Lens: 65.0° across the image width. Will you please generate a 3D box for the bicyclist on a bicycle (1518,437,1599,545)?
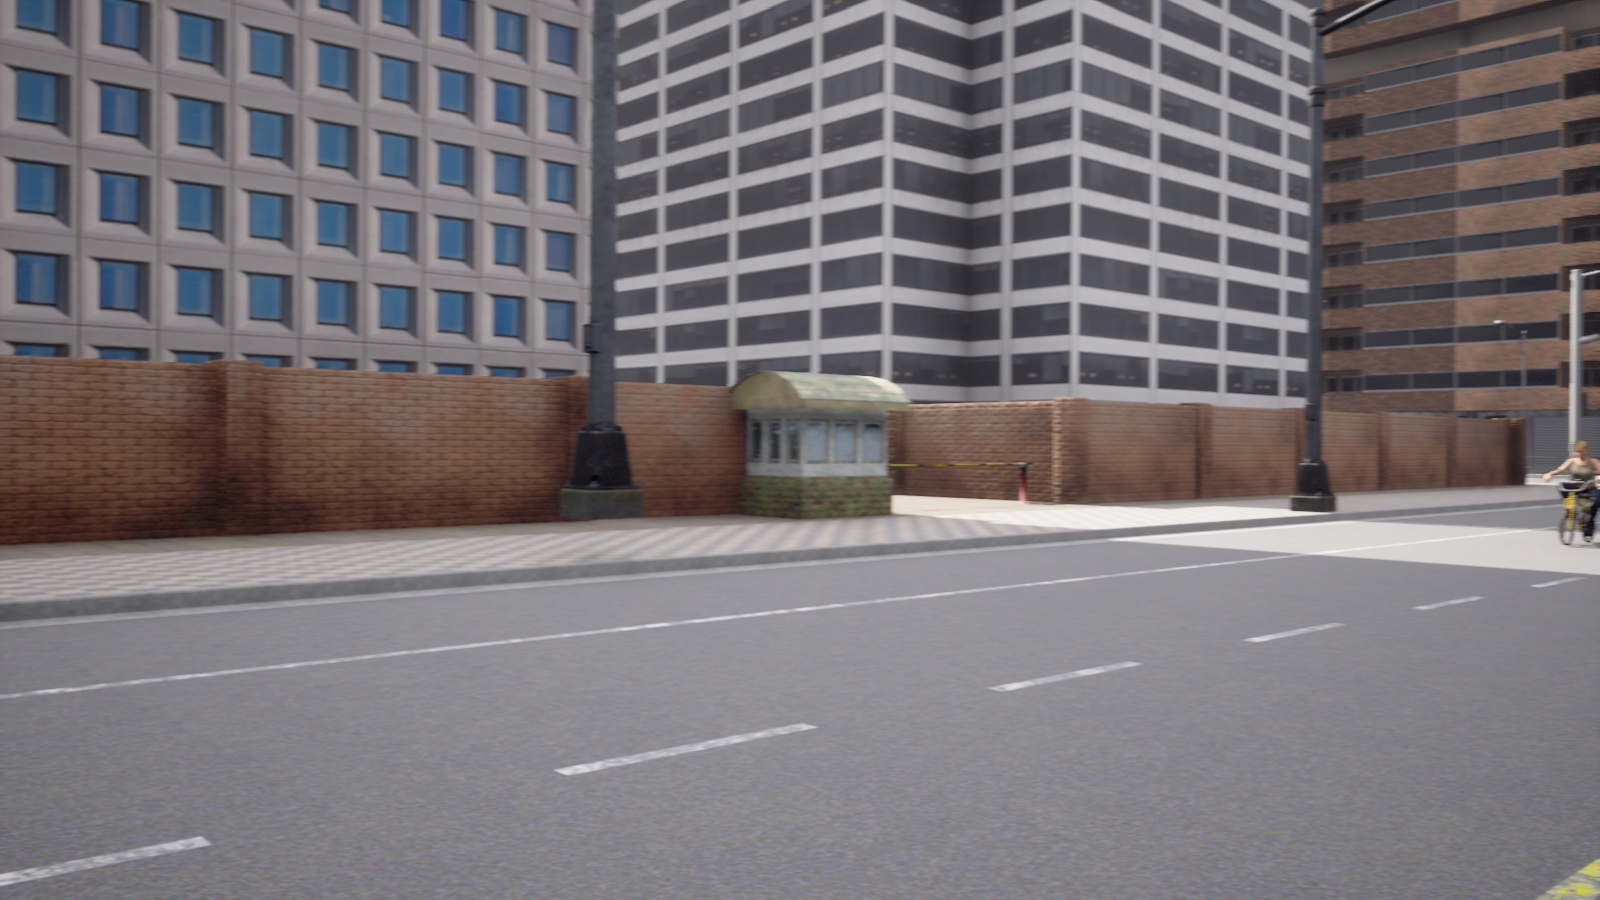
[{"bbox_3d":[11.945,0.615,19.553,1.509,1.612,0.866,0,0,-41],"label":"bicyclist on a bicycle"}]
